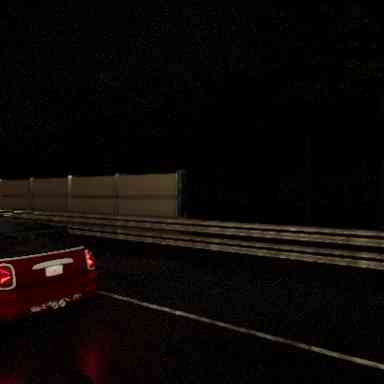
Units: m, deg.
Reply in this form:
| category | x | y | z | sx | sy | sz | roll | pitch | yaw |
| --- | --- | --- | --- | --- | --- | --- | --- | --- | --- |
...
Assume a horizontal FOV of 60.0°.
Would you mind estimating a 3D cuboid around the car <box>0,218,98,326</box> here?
| category | x | y | z | sx | sy | sz | roll | pitch | yaw |
| --- | --- | --- | --- | --- | --- | --- | --- | --- | --- |
| car | -4.071 | 1.363 | 6.891 | 4.553 | 1.767 | 2.097 | 0 | 0 | 35 |
